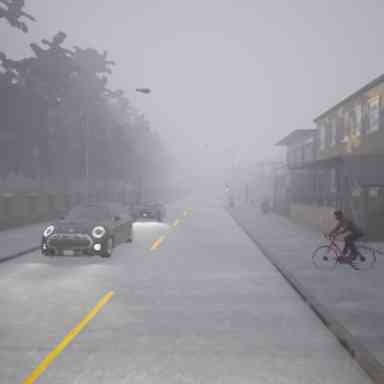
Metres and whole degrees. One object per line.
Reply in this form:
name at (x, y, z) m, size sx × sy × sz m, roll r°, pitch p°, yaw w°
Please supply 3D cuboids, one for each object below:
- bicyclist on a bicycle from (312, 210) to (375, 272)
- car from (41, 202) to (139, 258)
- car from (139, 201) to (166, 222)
bicyclist on a bicycle at (4.034, 1.310, 8.824) m, size 1.656 × 1.620 × 0.582 m, roll 1°, pitch 1°, yaw 3°
car at (-3.578, 1.205, 12.173) m, size 2.097 × 1.767 × 4.553 m, roll 1°, pitch 1°, yaw 3°
car at (-3.016, 1.316, 23.919) m, size 1.994 × 1.385 × 4.181 m, roll 1°, pitch 1°, yaw 3°
